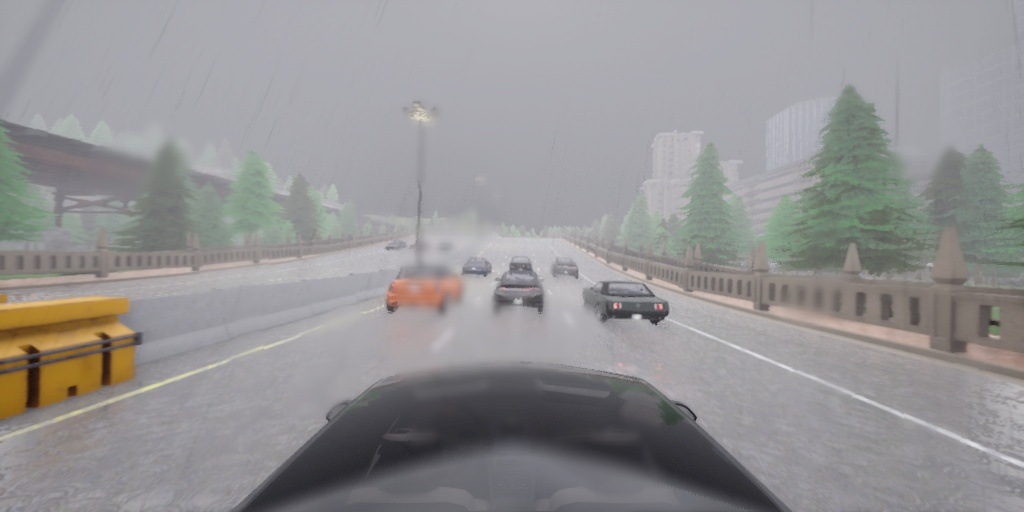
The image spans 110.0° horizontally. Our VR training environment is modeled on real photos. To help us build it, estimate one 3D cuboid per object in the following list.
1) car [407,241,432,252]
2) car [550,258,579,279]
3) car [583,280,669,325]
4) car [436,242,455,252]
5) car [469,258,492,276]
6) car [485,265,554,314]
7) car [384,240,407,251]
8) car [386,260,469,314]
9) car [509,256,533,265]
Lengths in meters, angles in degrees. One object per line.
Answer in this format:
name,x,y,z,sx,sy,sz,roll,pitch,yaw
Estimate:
car,-12.885,-1.390,50.860,1.895,1.301,4.718,1,6,2
car,4.176,0.923,28.869,2.128,1.511,4.902,1,4,2
car,3.766,1.512,12.794,1.895,1.301,4.718,1,0,2
car,-9.388,-1.314,50.781,1.895,1.301,4.718,1,6,2
car,-2.803,0.810,29.561,1.994,1.385,4.181,1,4,2
car,0.313,1.325,14.323,2.128,1.511,4.902,1,0,2
car,-16.366,-1.550,51.225,2.033,1.411,5.357,1,6,2
car,-3.192,1.108,14.113,2.097,1.767,4.553,1,0,2
car,0.729,0.728,30.552,1.882,1.535,5.008,1,4,2
